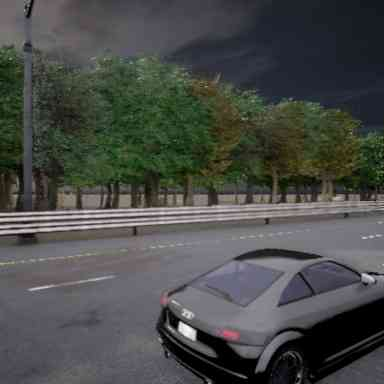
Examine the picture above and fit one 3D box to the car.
[{"bbox_3d":[1.579,1.566,4.995,4.181,1.385,1.994,0,0,-35],"label":"car"}]
